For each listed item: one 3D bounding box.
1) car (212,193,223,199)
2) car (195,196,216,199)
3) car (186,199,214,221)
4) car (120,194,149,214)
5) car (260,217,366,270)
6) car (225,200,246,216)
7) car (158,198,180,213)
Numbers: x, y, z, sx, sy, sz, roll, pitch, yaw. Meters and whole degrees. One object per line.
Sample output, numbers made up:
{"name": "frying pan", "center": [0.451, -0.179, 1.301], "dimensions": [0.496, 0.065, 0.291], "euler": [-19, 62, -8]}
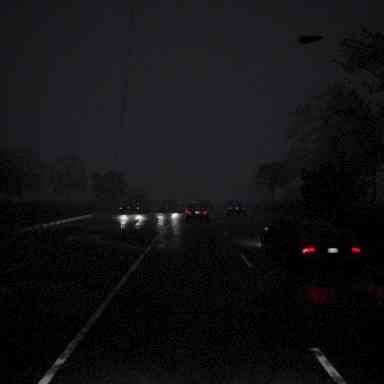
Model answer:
{"name": "car", "center": [5.963, 1.101, 77.281], "dimensions": [1.837, 1.490, 4.892], "euler": [0, 0, 20]}
{"name": "car", "center": [1.752, 1.557, 42.946], "dimensions": [1.994, 1.385, 4.181], "euler": [0, 0, 6]}
{"name": "car", "center": [0.466, 1.542, 26.778], "dimensions": [2.033, 1.411, 5.357], "euler": [0, 0, 2]}
{"name": "car", "center": [-6.154, 1.211, 36.255], "dimensions": [2.150, 2.045, 5.566], "euler": [0, 0, 5]}
{"name": "car", "center": [3.626, 1.545, 11.017], "dimensions": [2.033, 1.411, 5.357], "euler": [0, 0, 0]}
{"name": "car", "center": [4.314, 1.543, 33.061], "dimensions": [2.033, 1.411, 5.357], "euler": [0, 0, 4]}
{"name": "car", "center": [-2.521, 1.496, 37.408], "dimensions": [1.837, 1.490, 4.892], "euler": [0, 0, 5]}
